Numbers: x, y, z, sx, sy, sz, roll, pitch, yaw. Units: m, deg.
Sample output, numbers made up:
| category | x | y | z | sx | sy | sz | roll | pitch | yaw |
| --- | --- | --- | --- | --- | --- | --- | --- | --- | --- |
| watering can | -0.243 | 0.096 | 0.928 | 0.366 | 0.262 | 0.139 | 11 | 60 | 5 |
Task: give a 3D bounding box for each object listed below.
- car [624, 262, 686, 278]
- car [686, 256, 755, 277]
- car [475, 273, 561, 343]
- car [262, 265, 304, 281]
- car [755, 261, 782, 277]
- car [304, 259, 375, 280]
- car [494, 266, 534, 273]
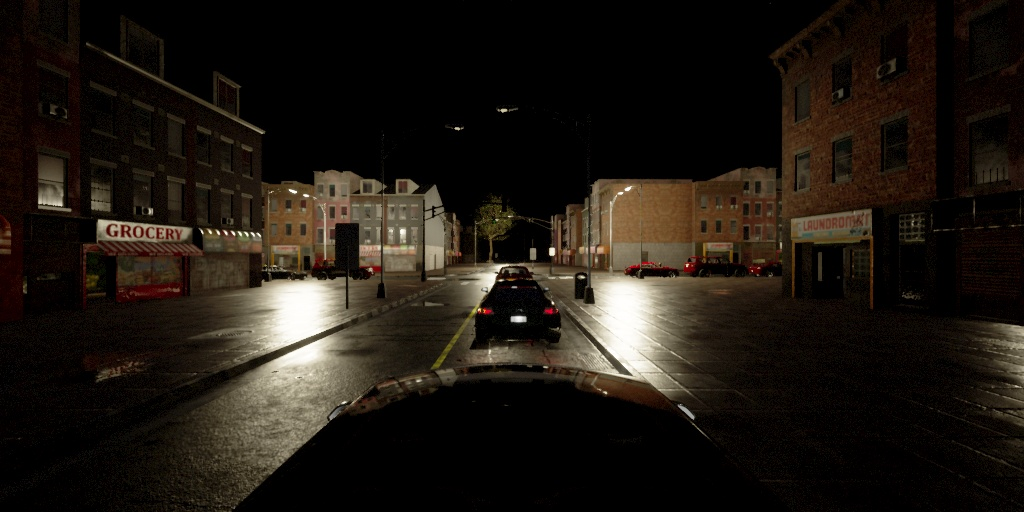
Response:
| category | x | y | z | sx | sy | sz | roll | pitch | yaw |
| --- | --- | --- | --- | --- | --- | --- | --- | --- | --- |
| car | 11.957 | 1.217 | 30.723 | 4.507 | 1.381 | 1.888 | 0 | 0 | 0 |
| car | 17.391 | 0.948 | 30.731 | 5.009 | 1.841 | 2.192 | 0 | 0 | 0 |
| car | 0.110 | 1.316 | 9.648 | 1.994 | 1.385 | 4.181 | 0 | 0 | -1 |
| car | -19.877 | 1.473 | 30.677 | 4.313 | 1.339 | 1.948 | 0 | 0 | 0 |
| car | 22.825 | 1.141 | 30.739 | 4.507 | 1.381 | 1.888 | 0 | 0 | 0 |
| car | -14.451 | 1.180 | 30.685 | 5.009 | 1.841 | 2.192 | 0 | 0 | 0 |
| car | 0.106 | 1.236 | 18.612 | 1.882 | 1.535 | 5.008 | 0 | 0 | 0 |
